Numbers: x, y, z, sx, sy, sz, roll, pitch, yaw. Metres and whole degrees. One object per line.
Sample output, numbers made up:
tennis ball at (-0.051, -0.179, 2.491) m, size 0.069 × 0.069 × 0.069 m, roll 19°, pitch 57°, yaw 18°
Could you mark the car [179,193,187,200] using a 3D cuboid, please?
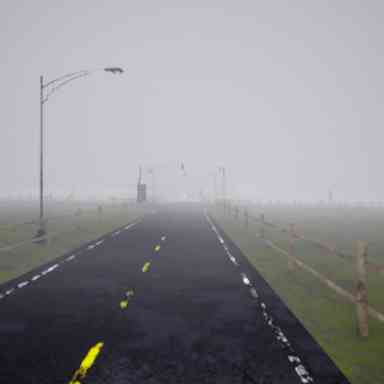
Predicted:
car at (-2.669, 1.291, 95.465) m, size 2.150 × 2.045 × 5.566 m, roll 0°, pitch 0°, yaw 0°
